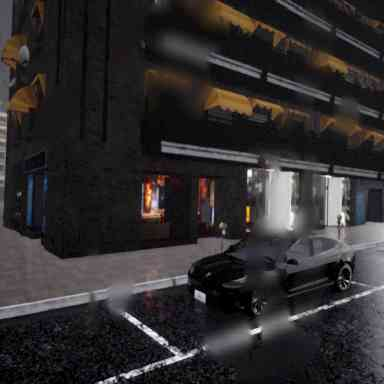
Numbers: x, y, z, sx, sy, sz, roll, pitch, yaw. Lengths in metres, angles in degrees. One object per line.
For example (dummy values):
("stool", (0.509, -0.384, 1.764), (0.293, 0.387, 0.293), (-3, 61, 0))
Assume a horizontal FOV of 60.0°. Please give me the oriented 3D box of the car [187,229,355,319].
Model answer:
("car", (1.934, 1.570, 7.447), (4.313, 1.339, 1.947), (0, 2, -35))
